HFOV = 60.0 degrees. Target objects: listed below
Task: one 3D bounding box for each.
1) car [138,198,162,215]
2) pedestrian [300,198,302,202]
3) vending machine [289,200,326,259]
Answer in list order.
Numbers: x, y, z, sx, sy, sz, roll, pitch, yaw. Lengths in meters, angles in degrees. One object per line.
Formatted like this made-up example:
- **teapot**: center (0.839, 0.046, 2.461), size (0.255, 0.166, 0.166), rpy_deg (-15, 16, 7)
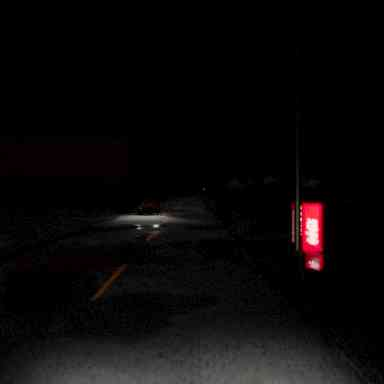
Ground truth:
- **car**: center (-4.085, 1.358, 32.937), size (1.882, 1.535, 5.008), rpy_deg (0, 0, 0)
- **pedestrian**: center (4.298, 1.141, 13.373), size (0.375, 1.860, 0.375), rpy_deg (0, 0, 0)
- **vending machine**: center (4.298, 1.370, 12.436), size (1.100, 2.100, 0.880), rpy_deg (0, 0, 0)
